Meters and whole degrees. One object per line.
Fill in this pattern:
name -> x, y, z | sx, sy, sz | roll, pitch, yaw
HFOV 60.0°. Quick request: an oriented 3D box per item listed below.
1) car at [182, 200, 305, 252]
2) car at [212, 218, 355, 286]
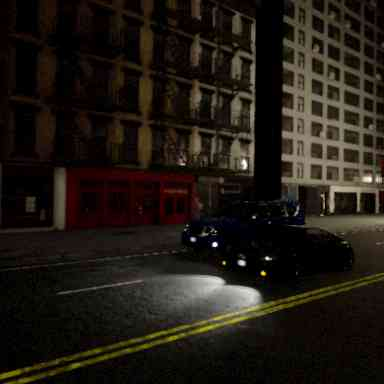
car -> 2.292, 1.353, 13.313 | 5.566, 2.045, 2.150 | 1, -1, -36
car -> 2.912, 1.674, 9.763 | 4.181, 1.385, 1.994 | 1, -1, -36
